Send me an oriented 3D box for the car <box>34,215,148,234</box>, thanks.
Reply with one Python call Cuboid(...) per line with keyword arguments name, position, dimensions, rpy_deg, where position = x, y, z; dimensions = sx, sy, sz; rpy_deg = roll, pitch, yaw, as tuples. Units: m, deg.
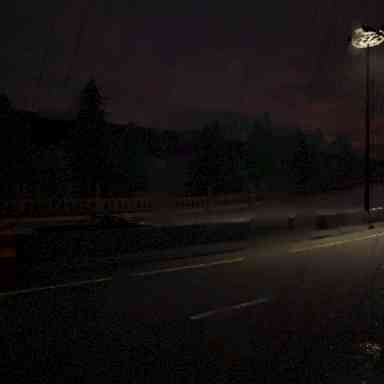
Cuboid(name="car", position=(-4.112, 1.658, 13.952), dimensions=(4.718, 1.301, 1.895), rpy_deg=(1, -1, -35))
